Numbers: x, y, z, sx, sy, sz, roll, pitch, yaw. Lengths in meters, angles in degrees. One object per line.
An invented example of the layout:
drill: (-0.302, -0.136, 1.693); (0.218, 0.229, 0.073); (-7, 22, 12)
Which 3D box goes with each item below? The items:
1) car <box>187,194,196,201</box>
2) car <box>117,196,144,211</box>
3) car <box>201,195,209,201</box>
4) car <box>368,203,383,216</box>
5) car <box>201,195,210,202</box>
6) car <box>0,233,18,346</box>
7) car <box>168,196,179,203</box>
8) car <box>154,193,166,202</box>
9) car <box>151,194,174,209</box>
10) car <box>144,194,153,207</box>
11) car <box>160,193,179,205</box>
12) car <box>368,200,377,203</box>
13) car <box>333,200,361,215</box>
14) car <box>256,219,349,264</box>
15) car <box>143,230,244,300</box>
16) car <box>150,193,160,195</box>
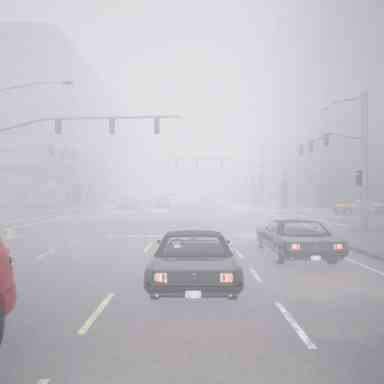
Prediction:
car: (-0.114, 1.355, 87.333); (2.097, 1.767, 4.553); (0, 0, 1)
car: (-7.862, 1.355, 41.705); (2.097, 1.767, 4.553); (0, 0, 4)
car: (3.387, 1.553, 87.462); (1.994, 1.385, 4.181); (0, 0, 1)
car: (3.593, 1.221, 1.982); (2.150, 2.045, 5.566); (0, 0, 0)
car: (3.288, 1.595, 77.487); (1.895, 1.301, 4.718); (0, 0, 1)
car: (-3.622, 1.221, 2.619); (2.150, 2.045, 5.566); (0, 0, 0)
car: (-3.792, 1.552, 69.628); (1.994, 1.385, 4.181); (0, 0, 1)
car: (-7.235, 1.222, 75.263); (2.150, 2.045, 5.566); (0, 0, 1)
car: (-4.011, 1.491, 46.448); (2.128, 1.511, 4.902); (0, 0, 0)
car: (-7.522, 1.525, 52.790); (1.812, 1.442, 4.674); (0, 0, 0)
car: (-3.958, 1.223, 59.569); (2.150, 2.045, 5.566); (0, 0, 1)
car: (19.269, 1.547, 30.848); (4.902, 1.511, 2.128); (0, 0, 0)
car: (17.206, 1.533, 34.350); (5.008, 1.535, 1.882); (0, 0, 0)
car: (3.548, 1.601, 11.734); (1.895, 1.301, 4.718); (0, 0, 0)
car: (0.042, 1.601, 8.348); (1.895, 1.301, 4.718); (0, 0, 0)
car: (-7.378, 1.222, 64.776); (2.150, 2.045, 5.566); (0, 0, 1)
